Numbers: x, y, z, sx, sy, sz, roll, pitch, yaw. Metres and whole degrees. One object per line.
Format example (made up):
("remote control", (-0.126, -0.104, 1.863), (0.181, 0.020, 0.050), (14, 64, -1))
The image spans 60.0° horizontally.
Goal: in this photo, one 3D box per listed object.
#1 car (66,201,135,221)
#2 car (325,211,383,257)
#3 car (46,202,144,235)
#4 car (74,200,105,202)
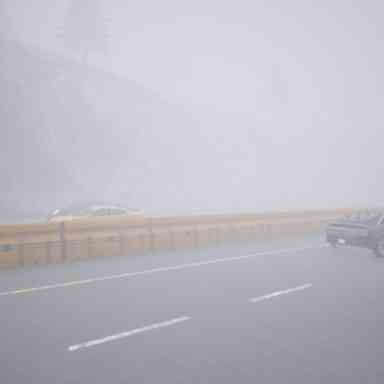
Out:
("car", (-7.741, 1.567, 28.428), (5.357, 1.411, 2.033), (0, 0, -34))
("car", (7.264, 1.509, 12.937), (4.902, 1.511, 2.128), (0, 0, -33))
("car", (-4.916, 1.490, 17.584), (5.008, 1.535, 1.882), (0, 0, -35))
("car", (-5.561, 1.507, 21.395), (4.902, 1.511, 2.128), (0, 0, -34))
